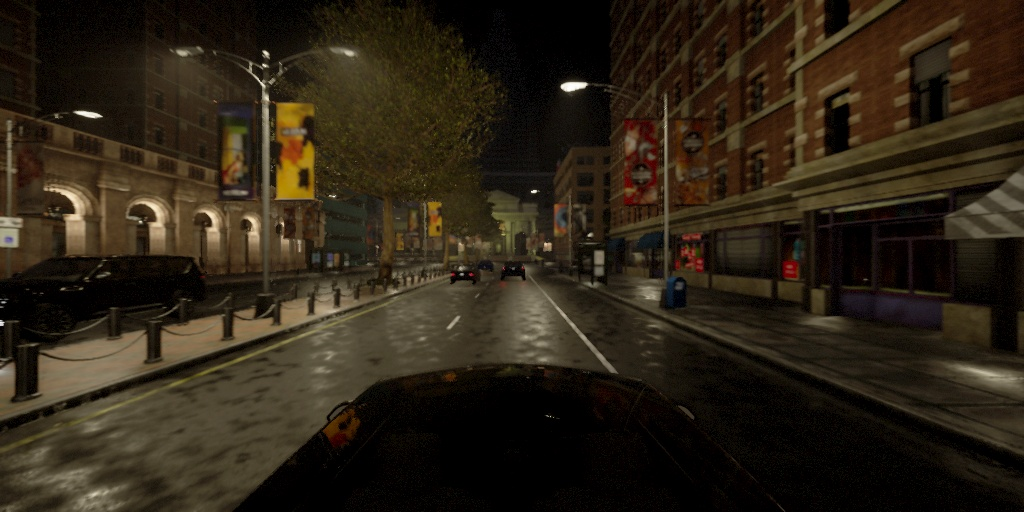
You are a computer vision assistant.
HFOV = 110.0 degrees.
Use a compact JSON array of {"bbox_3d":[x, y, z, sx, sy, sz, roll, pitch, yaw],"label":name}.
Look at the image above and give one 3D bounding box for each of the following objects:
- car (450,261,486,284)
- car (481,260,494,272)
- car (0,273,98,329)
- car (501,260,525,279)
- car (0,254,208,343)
[{"bbox_3d":[-3.404,1.302,26.850,2.033,1.411,5.357,0,0,0],"label":"car"},{"bbox_3d":[-3.400,1.235,47.095,1.882,1.535,5.008,0,0,0],"label":"car"},{"bbox_3d":[-15.091,1.297,9.501,2.033,1.411,5.357,0,0,0],"label":"car"},{"bbox_3d":[0.099,1.107,32.118,2.097,1.767,4.553,0,0,0],"label":"car"},{"bbox_3d":[-11.585,0.972,10.022,2.150,2.045,5.566,0,0,0],"label":"car"}]
